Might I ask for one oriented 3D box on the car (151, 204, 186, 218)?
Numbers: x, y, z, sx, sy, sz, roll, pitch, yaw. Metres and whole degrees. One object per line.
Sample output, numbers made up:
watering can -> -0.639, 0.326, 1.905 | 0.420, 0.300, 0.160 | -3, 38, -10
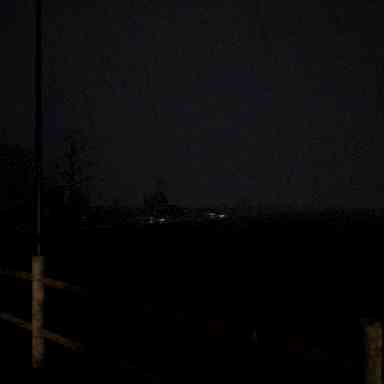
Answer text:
car -> -2.667, 2.158, 38.617 | 1.837, 1.490, 4.892 | 1, -1, 36

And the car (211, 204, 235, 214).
car -> 4.639, 2.440, 48.791 | 1.812, 1.442, 4.674 | 1, -1, 36

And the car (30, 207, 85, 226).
car -> -10.873, 1.915, 27.141 | 1.994, 1.385, 4.181 | 1, -1, 35
